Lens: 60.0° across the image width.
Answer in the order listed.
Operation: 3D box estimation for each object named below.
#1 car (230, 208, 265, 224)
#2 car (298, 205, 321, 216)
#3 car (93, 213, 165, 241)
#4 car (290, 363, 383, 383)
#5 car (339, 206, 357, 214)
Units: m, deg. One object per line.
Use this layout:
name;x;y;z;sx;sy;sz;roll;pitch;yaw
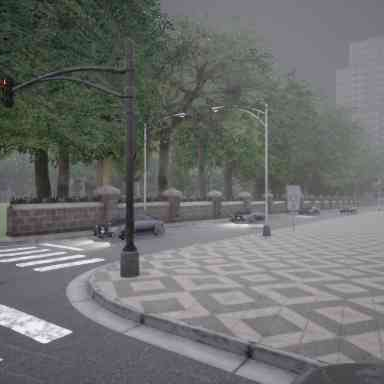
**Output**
car;5.222;2.171;30.788;1.994;1.385;4.181;0;-1;35
car;16.500;2.565;46.575;2.033;1.411;5.357;0;-1;36
car;-3.407;1.863;18.579;1.994;1.385;4.181;0;-1;35
car;2.380;1.551;1.263;4.403;1.369;2.008;0;0;36
car;25.180;2.843;53.470;1.895;1.301;4.718;0;-1;36
